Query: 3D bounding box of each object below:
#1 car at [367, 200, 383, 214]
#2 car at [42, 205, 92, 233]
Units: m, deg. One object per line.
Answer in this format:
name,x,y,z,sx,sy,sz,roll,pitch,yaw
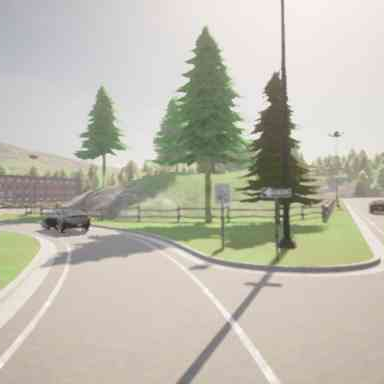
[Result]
car,20.931,1.591,37.388,1.882,1.535,5.008,-1,0,24
car,-8.603,1.891,22.598,2.128,1.511,4.902,0,-1,-41
